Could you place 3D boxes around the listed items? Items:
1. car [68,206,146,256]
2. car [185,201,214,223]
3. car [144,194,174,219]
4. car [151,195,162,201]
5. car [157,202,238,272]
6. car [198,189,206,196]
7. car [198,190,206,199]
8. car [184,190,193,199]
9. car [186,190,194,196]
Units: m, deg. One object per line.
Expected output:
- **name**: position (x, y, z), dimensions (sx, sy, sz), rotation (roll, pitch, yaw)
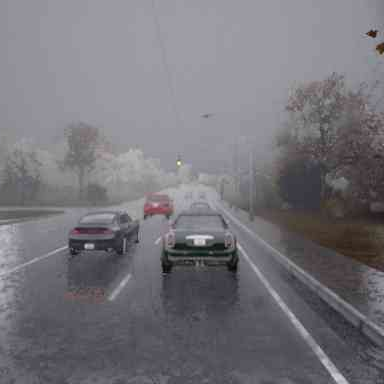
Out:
- **car**: position (-3.228, 1.490, 13.027), dimensions (1.837, 1.490, 4.892), rotation (0, 0, 1)
- **car**: position (0.616, 1.521, 26.375), dimensions (2.033, 1.411, 5.357), rotation (0, 0, 2)
- **car**: position (-2.858, 1.192, 28.843), dimensions (2.150, 2.045, 5.566), rotation (0, 0, 0)
- **car**: position (-8.215, 1.362, 77.686), dimensions (1.895, 1.301, 4.718), rotation (0, 1, 2)
- **car**: position (0.236, 1.340, 10.908), dimensions (2.097, 1.767, 4.553), rotation (0, 0, 1)
- **car**: position (2.897, 0.080, 94.944), dimensions (2.097, 1.767, 4.553), rotation (0, 3, 2)
- **car**: position (2.533, 0.970, 84.573), dimensions (2.033, 1.411, 5.357), rotation (0, 3, 2)
- **car**: position (-0.965, 0.968, 84.696), dimensions (2.033, 1.411, 5.357), rotation (0, 3, 2)
- **car**: position (-0.600, 0.261, 95.106), dimensions (2.033, 1.411, 5.357), rotation (0, 3, 2)
